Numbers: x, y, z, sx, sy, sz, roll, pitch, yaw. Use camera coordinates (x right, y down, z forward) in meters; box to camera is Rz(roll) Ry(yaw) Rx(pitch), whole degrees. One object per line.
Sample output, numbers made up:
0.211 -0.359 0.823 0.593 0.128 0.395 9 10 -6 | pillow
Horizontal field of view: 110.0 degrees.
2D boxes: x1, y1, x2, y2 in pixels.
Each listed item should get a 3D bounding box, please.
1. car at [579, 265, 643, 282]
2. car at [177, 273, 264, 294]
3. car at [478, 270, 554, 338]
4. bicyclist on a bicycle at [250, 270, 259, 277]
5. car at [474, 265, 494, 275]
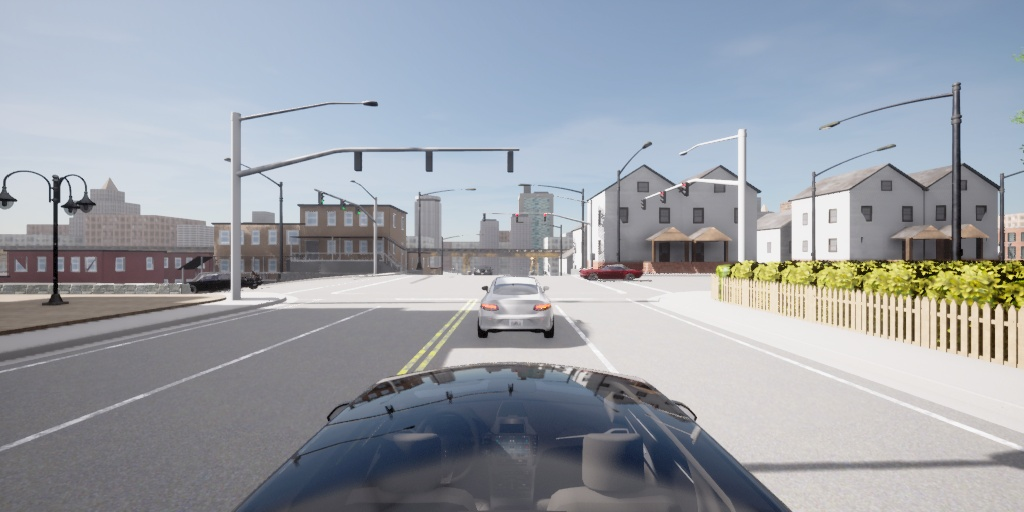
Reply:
7.845 1.357 28.740 4.718 1.301 1.895 0 0 -1 | car
-19.972 1.845 24.729 4.718 1.301 1.895 -4 0 -1 | car
0.103 1.276 10.034 1.812 1.442 4.674 0 0 0 | car
-25.562 2.214 35.616 0.582 1.620 1.656 -8 0 0 | bicyclist on a bicycle
-3.512 2.162 45.275 2.150 2.045 5.566 0 -9 0 | car
